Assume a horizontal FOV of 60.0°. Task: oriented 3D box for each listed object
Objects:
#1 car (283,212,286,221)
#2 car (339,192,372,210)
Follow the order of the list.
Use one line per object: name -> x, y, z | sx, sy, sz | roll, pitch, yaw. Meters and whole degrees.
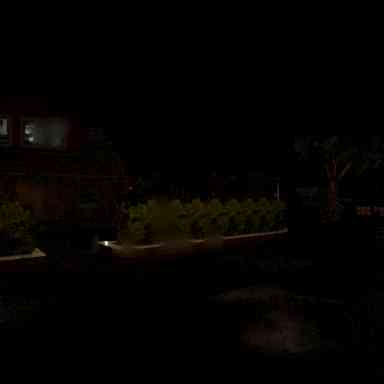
car -> 5.018, 1.352, 25.690 | 2.097, 1.767, 4.553 | 0, 0, -35
car -> 17.447, 0.985, 36.215 | 3.866, 1.878, 1.905 | 0, 0, 0
